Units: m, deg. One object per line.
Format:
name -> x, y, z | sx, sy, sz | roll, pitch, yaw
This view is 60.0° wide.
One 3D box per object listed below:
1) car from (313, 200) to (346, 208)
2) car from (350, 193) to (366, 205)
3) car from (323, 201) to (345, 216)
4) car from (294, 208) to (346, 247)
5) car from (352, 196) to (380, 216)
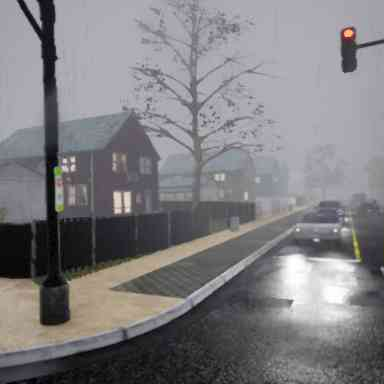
car -> 10.143, 1.387, 24.505 | 2.097, 1.767, 4.553 | -2, -1, 25
car -> 26.321, 1.154, 52.436 | 2.150, 2.045, 5.566 | -2, -1, 25
car -> 14.782, 1.633, 34.478 | 1.895, 1.301, 4.718 | -2, -1, 25
car -> 5.972, 1.639, 15.503 | 1.895, 1.301, 4.718 | -2, -1, 25
car -> 16.763, 1.428, 31.766 | 2.128, 1.511, 4.902 | -2, -1, 25
